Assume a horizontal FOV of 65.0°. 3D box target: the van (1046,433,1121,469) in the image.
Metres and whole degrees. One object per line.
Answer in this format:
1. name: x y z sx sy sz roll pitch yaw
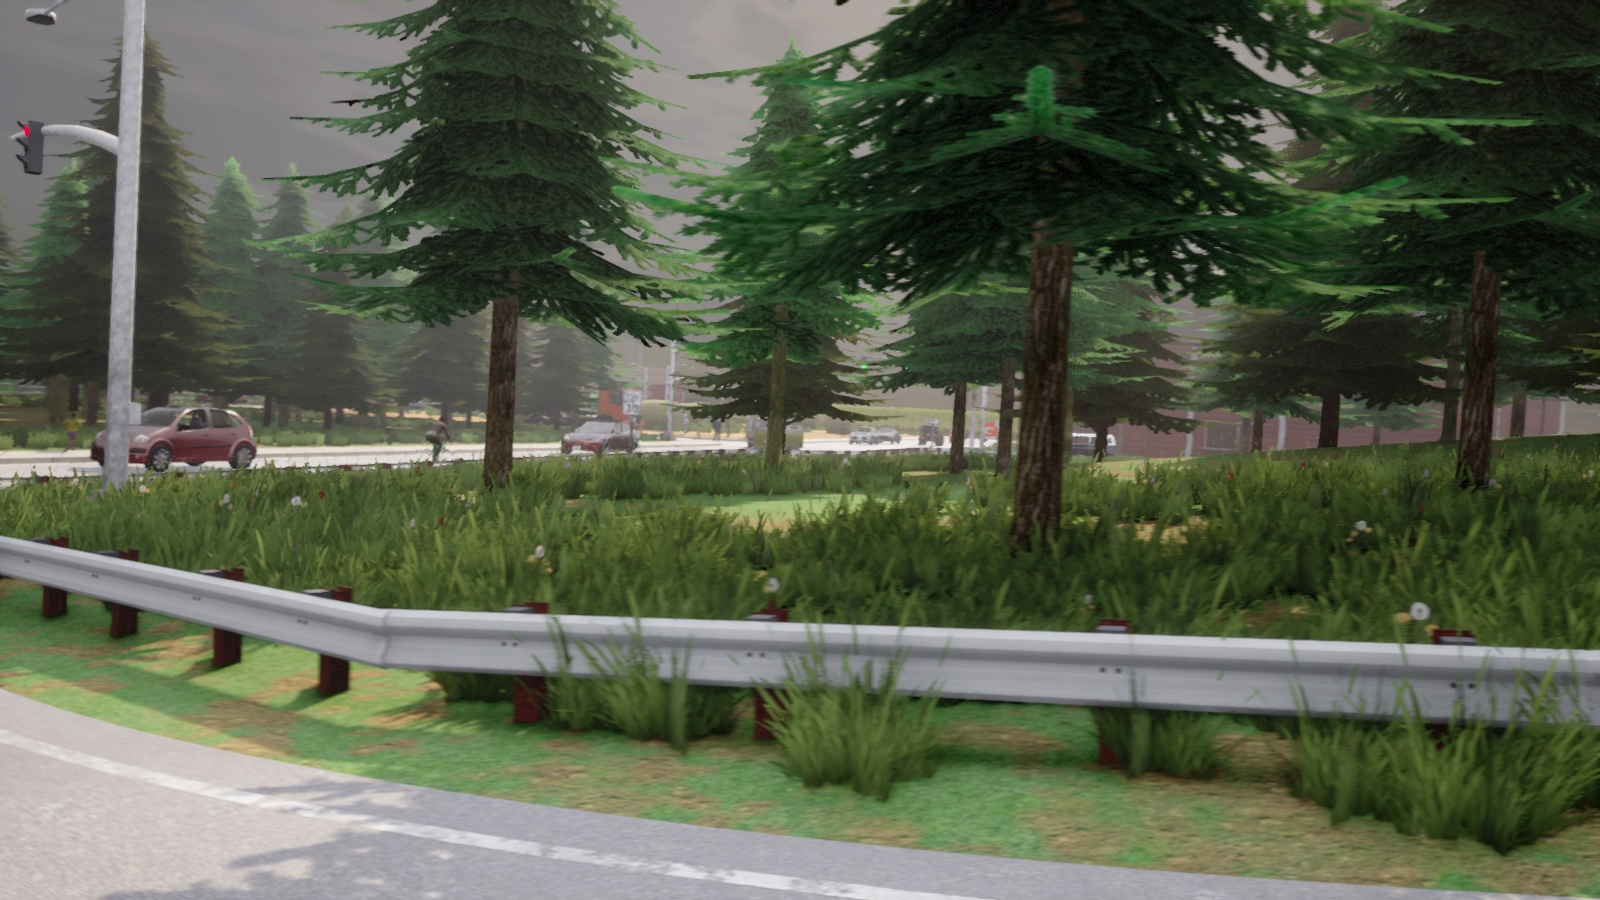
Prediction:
1. van: 18.181 0.051 80.514 4.480 2.038 2.069 3 2 17

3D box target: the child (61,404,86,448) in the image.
1. child: -19.390 -0.640 33.510 0.299 1.160 0.473 4 2 7

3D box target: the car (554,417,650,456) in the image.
1. car: -8.430 -0.594 53.990 2.163 1.488 4.792 4 2 16

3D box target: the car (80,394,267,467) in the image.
1. car: -15.561 -0.481 31.442 1.851 1.617 3.988 4 2 18

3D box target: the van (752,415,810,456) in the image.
1. van: -0.979 -0.761 67.161 1.775 1.987 4.442 4 2 16

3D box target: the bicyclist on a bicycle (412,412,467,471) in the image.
1. bicyclist on a bicycle: -10.352 -0.234 36.104 0.582 1.620 1.656 4 1 18

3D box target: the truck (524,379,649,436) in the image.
1. truck: -14.781 -2.928 86.937 7.936 3.462 2.891 4 2 17
